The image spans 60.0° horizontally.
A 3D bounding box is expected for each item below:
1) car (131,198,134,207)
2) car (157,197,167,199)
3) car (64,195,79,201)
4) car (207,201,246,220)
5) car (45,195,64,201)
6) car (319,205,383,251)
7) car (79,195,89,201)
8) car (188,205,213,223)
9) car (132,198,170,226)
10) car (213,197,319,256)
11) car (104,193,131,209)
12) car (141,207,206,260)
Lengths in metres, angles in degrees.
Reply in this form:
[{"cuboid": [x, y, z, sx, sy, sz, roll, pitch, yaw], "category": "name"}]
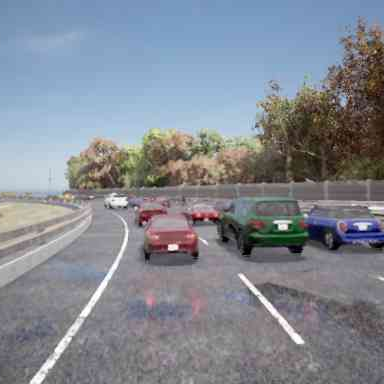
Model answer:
[{"cuboid": [-8.171, 1.539, 47.992, 1.994, 1.385, 4.181, 0, 0, -27], "category": "car"}, {"cuboid": [-4.658, 1.484, 48.807, 1.812, 1.442, 4.674, 0, 0, -26], "category": "car"}, {"cuboid": [-28.675, 1.320, 76.551, 5.008, 1.535, 1.882, 0, 0, 43], "category": "car"}, {"cuboid": [2.886, 1.516, 28.791, 1.994, 1.385, 4.181, 0, 0, -16], "category": "car"}, {"cuboid": [-31.160, 1.356, 74.087, 4.892, 1.490, 1.837, 0, 0, 43], "category": "car"}, {"cuboid": [5.937, 1.308, 14.215, 2.097, 1.767, 4.553, 0, 0, -8], "category": "car"}, {"cuboid": [-26.189, 1.381, 79.015, 4.181, 1.385, 1.994, 0, 0, 43], "category": "car"}, {"cuboid": [0.448, 1.569, 24.317, 1.895, 1.301, 4.718, 0, 0, -14], "category": "car"}, {"cuboid": [-2.914, 1.461, 23.276, 1.882, 1.535, 5.008, 0, 0, -14], "category": "car"}, {"cuboid": [2.554, 1.196, 13.261, 2.150, 2.045, 5.566, 0, 0, -8], "category": "car"}, {"cuboid": [-10.251, 1.211, 44.382, 2.150, 2.045, 5.566, 0, 0, -25], "category": "car"}, {"cuboid": [-0.872, 1.514, 12.399, 1.812, 1.442, 4.674, 0, 0, -8], "category": "car"}]
